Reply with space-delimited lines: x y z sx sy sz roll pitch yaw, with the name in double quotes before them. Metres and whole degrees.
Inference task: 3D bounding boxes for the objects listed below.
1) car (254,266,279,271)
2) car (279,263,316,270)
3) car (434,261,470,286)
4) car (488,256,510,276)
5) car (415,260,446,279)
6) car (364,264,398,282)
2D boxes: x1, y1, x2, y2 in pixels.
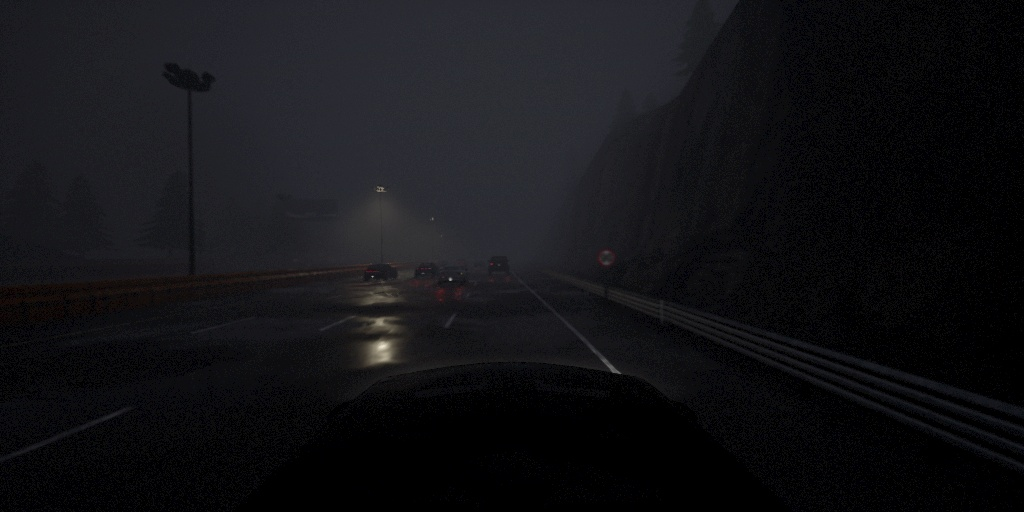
"car" -29.686 1.888 44.537 1.895 1.301 4.718 -1 0 -2
"car" -26.193 1.672 44.693 2.128 1.511 4.902 -1 0 -2
"car" -4.299 1.348 26.592 1.812 1.442 4.674 -1 0 -3
"car" -1.413 1.002 39.145 2.150 2.045 5.566 -1 0 -2
"car" -8.219 1.377 35.223 2.128 1.511 4.902 -1 0 -2
"car" -11.590 1.443 31.978 1.837 1.490 4.892 -1 0 -2
